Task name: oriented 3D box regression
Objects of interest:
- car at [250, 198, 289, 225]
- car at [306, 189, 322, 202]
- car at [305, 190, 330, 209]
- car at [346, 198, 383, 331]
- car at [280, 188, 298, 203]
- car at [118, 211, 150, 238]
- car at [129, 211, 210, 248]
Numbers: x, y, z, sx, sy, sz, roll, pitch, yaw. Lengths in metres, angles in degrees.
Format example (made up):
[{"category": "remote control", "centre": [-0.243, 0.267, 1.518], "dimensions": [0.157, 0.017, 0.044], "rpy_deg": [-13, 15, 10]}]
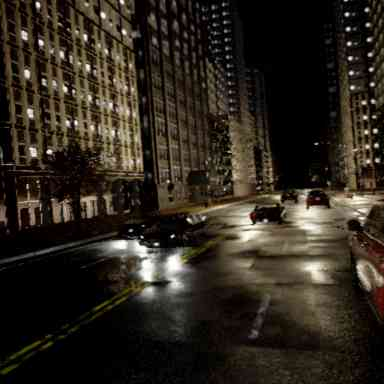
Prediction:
[{"category": "car", "centre": [5.033, 1.343, 21.637], "dimensions": [1.895, 1.301, 4.718], "rpy_deg": [-4, 0, 19]}, {"category": "car", "centre": [16.974, 0.475, 46.245], "dimensions": [1.882, 1.535, 5.008], "rpy_deg": [-4, 0, 20]}, {"category": "car", "centre": [12.127, 0.631, 32.265], "dimensions": [2.097, 1.767, 4.553], "rpy_deg": [-4, 0, 19]}, {"category": "car", "centre": [3.655, 0.981, 4.743], "dimensions": [2.150, 2.045, 5.566], "rpy_deg": [-4, 0, 19]}, {"category": "car", "centre": [13.240, 0.485, 45.291], "dimensions": [2.150, 2.045, 5.566], "rpy_deg": [-4, 0, 19]}, {"category": "car", "centre": [-2.667, 1.858, 19.830], "dimensions": [1.994, 1.385, 4.181], "rpy_deg": [-4, 0, 19]}, {"category": "car", "centre": [-0.605, 1.671, 15.916], "dimensions": [2.033, 1.411, 5.357], "rpy_deg": [-4, 0, 19]}]
